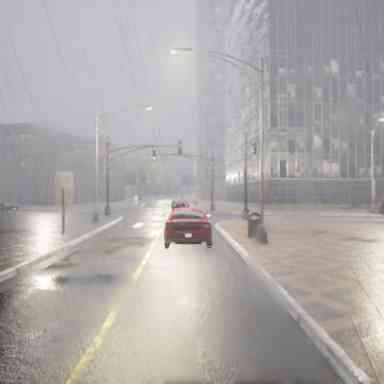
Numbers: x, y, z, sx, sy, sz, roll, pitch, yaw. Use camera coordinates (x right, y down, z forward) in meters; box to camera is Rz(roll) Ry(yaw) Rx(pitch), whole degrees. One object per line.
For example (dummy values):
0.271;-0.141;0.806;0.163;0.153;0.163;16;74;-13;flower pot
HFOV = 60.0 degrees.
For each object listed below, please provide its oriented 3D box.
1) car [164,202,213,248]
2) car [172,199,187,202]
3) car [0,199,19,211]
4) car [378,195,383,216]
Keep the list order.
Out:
-0.171;1.409;14.519;1.882;1.535;5.008;0;0;-1;car
-1.398;1.428;37.056;1.895;1.301;4.718;0;0;-4;car
-20.482;1.397;35.256;4.313;1.339;1.947;0;-1;18;car
15.816;1.066;23.273;5.009;1.841;2.192;0;-1;18;car
